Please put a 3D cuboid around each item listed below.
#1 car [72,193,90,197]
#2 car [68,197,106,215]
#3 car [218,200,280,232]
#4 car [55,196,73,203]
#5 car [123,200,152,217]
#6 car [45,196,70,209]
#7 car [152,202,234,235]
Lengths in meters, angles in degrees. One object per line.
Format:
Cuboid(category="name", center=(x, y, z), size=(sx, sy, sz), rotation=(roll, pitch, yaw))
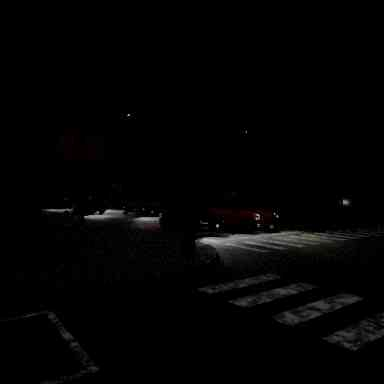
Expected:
Cuboid(category="car", center=(-18.899, 1.131, 56.535), size=(2.150, 2.045, 5.566), rotation=(0, 0, -35))
Cuboid(category="car", center=(-10.353, 1.502, 33.160), size=(2.033, 1.411, 5.357), rotation=(0, 0, -36))
Cuboid(category="car", center=(3.060, 1.330, 20.033), size=(2.097, 1.767, 4.553), rotation=(0, 0, -36))
Cuboid(category="car", center=(-25.030, 1.438, 65.087), size=(2.033, 1.411, 5.357), rotation=(0, 0, -36))
Cuboid(category="car", center=(-4.842, 1.482, 31.061), size=(1.812, 1.442, 4.674), rotation=(0, 0, -36))
Cuboid(category="car", center=(-18.079, 1.412, 43.995), size=(1.882, 1.535, 5.008), rotation=(0, 0, -35))
Cuboid(category="car", center=(-0.109, 1.485, 18.877), size=(1.837, 1.490, 4.892), rotation=(0, 0, -36))
